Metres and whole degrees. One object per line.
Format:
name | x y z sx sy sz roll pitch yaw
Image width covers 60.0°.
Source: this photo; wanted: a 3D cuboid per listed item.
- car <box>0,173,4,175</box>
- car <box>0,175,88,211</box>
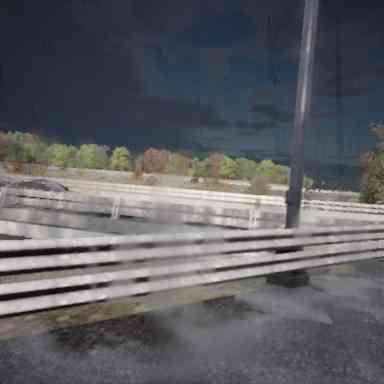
car | -17.606 -1.011 29.444 4.892 1.490 1.837 5 3 22
car | -8.296 0.102 18.904 4.892 1.490 1.837 5 3 14
